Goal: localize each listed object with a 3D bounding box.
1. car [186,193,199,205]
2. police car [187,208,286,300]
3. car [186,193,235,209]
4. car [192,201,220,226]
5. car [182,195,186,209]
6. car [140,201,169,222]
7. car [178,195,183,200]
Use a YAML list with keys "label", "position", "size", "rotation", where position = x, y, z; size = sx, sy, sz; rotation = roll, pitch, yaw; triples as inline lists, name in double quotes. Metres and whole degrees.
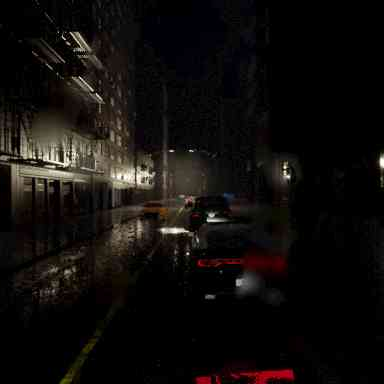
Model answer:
- label: "car"
  position: [0.131, 1.262, 59.559]
  size: [2.150, 2.045, 5.566]
  rotation: [0, 0, 0]
- label: "police car"
  position: [0.917, 1.425, 8.555]
  size: [1.930, 1.638, 5.238]
  rotation: [0, 0, 0]
- label: "car"
  position: [0.941, 1.226, 18.475]
  size: [2.150, 2.045, 5.566]
  rotation: [0, 0, 0]
- label: "car"
  position: [0.954, 1.508, 24.445]
  size: [1.837, 1.490, 4.892]
  rotation: [0, 0, 0]
- label: "car"
  position: [0.132, 1.375, 45.564]
  size: [2.097, 1.767, 4.553]
  rotation: [0, 0, 1]
- label: "car"
  position: [-2.943, 1.481, 26.585]
  size: [1.882, 1.535, 5.008]
  rotation: [0, 0, 0]
- label: "car"
  position: [-2.796, 1.558, 92.793]
  size: [2.033, 1.411, 5.357]
  rotation: [0, 0, 0]
